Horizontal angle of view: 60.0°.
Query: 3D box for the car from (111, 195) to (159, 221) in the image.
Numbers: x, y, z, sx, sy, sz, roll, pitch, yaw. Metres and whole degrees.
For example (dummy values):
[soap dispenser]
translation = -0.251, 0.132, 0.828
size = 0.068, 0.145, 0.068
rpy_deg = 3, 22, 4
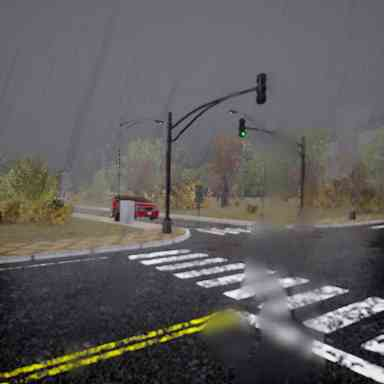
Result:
[car]
translation = -4.909, 1.312, 28.036
size = 2.150, 2.045, 5.566
rpy_deg = 2, -1, -36
